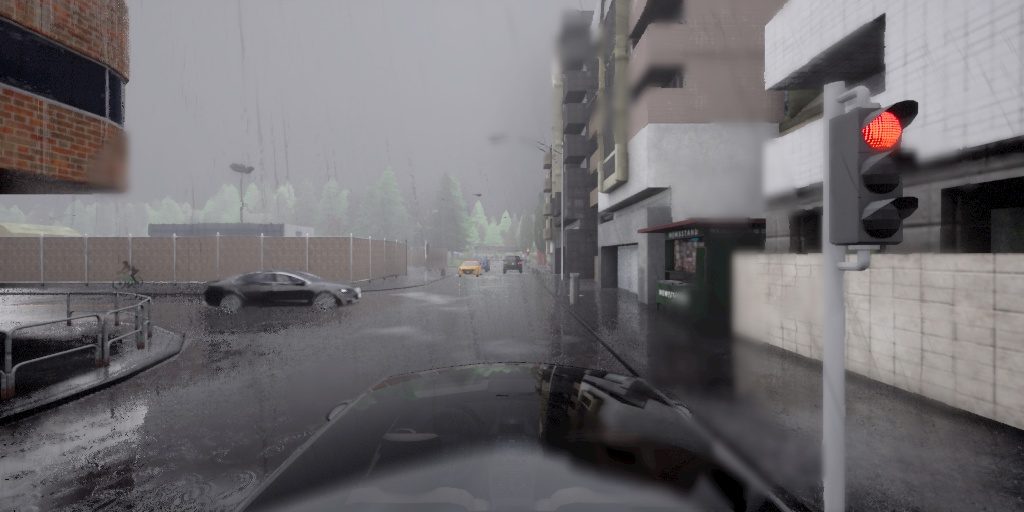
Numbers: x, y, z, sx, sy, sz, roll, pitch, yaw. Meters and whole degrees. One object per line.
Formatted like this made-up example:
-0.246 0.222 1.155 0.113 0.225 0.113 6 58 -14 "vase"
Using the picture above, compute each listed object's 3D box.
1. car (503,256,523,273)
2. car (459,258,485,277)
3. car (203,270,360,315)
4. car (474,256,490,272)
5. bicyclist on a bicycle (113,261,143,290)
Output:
0.095 0.971 42.692 2.150 2.045 5.566 0 0 0 "car"
-4.105 1.228 35.815 1.882 1.535 5.008 0 0 0 "car"
-8.229 1.242 13.167 4.902 1.511 2.128 0 0 -12 "car"
-4.072 0.971 46.517 2.150 2.045 5.566 0 0 0 "car"
-22.177 1.099 20.723 0.582 1.620 1.656 0 0 0 "bicyclist on a bicycle"
